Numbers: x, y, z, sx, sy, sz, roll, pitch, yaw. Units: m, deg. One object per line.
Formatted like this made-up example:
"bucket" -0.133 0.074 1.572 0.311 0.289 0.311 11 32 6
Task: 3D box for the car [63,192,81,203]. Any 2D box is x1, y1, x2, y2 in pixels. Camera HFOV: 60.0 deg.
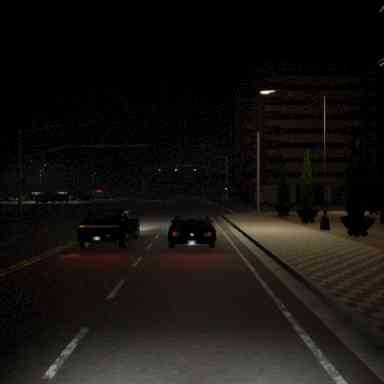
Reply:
"car" -30.210 1.393 83.848 1.970 1.475 3.806 0 0 0

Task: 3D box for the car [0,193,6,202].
"car" -38.927 1.361 68.777 1.784 1.438 3.905 0 0 0

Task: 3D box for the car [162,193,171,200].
"car" -7.000 1.221 91.124 2.150 2.045 5.566 0 0 0

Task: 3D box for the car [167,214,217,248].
"car" 0.000 1.614 14.680 1.895 1.301 4.718 0 0 0

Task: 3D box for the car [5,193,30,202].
"car" -36.032 1.393 68.766 1.970 1.475 3.806 0 0 0

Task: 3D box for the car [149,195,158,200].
"car" -10.500 1.535 91.154 2.033 1.411 5.357 0 0 0

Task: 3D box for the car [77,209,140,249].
"car" -3.500 1.493 14.650 2.128 1.511 4.902 0 0 0
